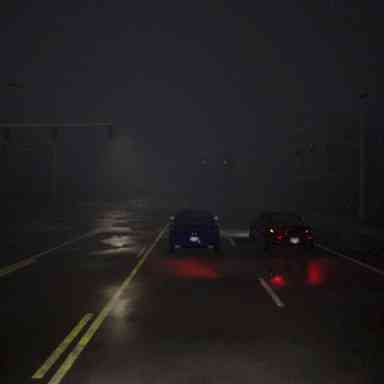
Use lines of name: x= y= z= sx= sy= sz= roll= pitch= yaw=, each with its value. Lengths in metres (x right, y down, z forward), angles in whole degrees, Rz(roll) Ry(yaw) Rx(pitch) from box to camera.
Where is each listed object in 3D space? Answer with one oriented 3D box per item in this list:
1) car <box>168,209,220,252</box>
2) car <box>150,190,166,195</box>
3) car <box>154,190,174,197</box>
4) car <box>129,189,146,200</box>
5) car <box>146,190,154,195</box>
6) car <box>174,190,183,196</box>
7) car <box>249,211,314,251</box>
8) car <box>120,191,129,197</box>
car: x=0.089 y=1.450 z=13.831 sx=1.882 sy=1.535 sz=5.008 roll=0 pitch=0 yaw=0
car: x=-9.583 y=0.089 z=93.200 sx=1.812 sy=1.442 sz=4.674 roll=-1 pitch=1 yaw=-45
car: x=-7.236 y=0.396 z=84.412 sx=1.812 sy=1.442 sz=4.674 roll=-1 pitch=1 yaw=-32
car: x=-10.234 y=0.473 z=62.908 sx=2.150 sy=2.045 sz=5.566 roll=0 pitch=1 yaw=-8
car: x=-12.498 y=0.141 z=91.192 sx=1.837 sy=1.490 sz=4.892 roll=-1 pitch=1 yaw=-45
car: x=-4.138 y=0.343 z=86.042 sx=1.837 sy=1.490 sz=4.892 roll=-1 pitch=1 yaw=-32
car: x=3.590 y=1.502 z=13.877 sx=1.812 sy=1.442 sz=4.674 roll=0 pitch=0 yaw=0
car: x=-15.356 y=0.527 z=77.567 sx=1.994 sy=1.385 sz=4.181 roll=-1 pitch=1 yaw=-29
